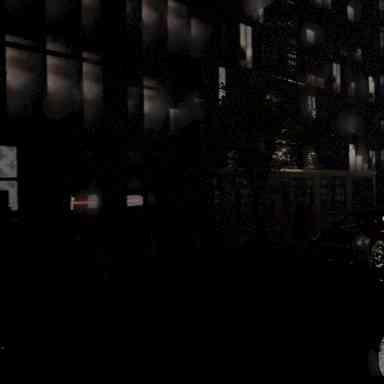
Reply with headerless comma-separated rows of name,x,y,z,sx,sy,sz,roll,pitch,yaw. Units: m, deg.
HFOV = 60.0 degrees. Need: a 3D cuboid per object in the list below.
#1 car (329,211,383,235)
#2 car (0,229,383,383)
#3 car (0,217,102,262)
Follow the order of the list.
car,5.589,1.357,10.575,4.097,1.590,1.967,-1,-1,-35
car,0.598,1.457,3.798,5.008,1.535,1.882,0,0,-36
car,-3.478,1.319,4.223,5.009,1.841,2.192,-1,-1,-35
